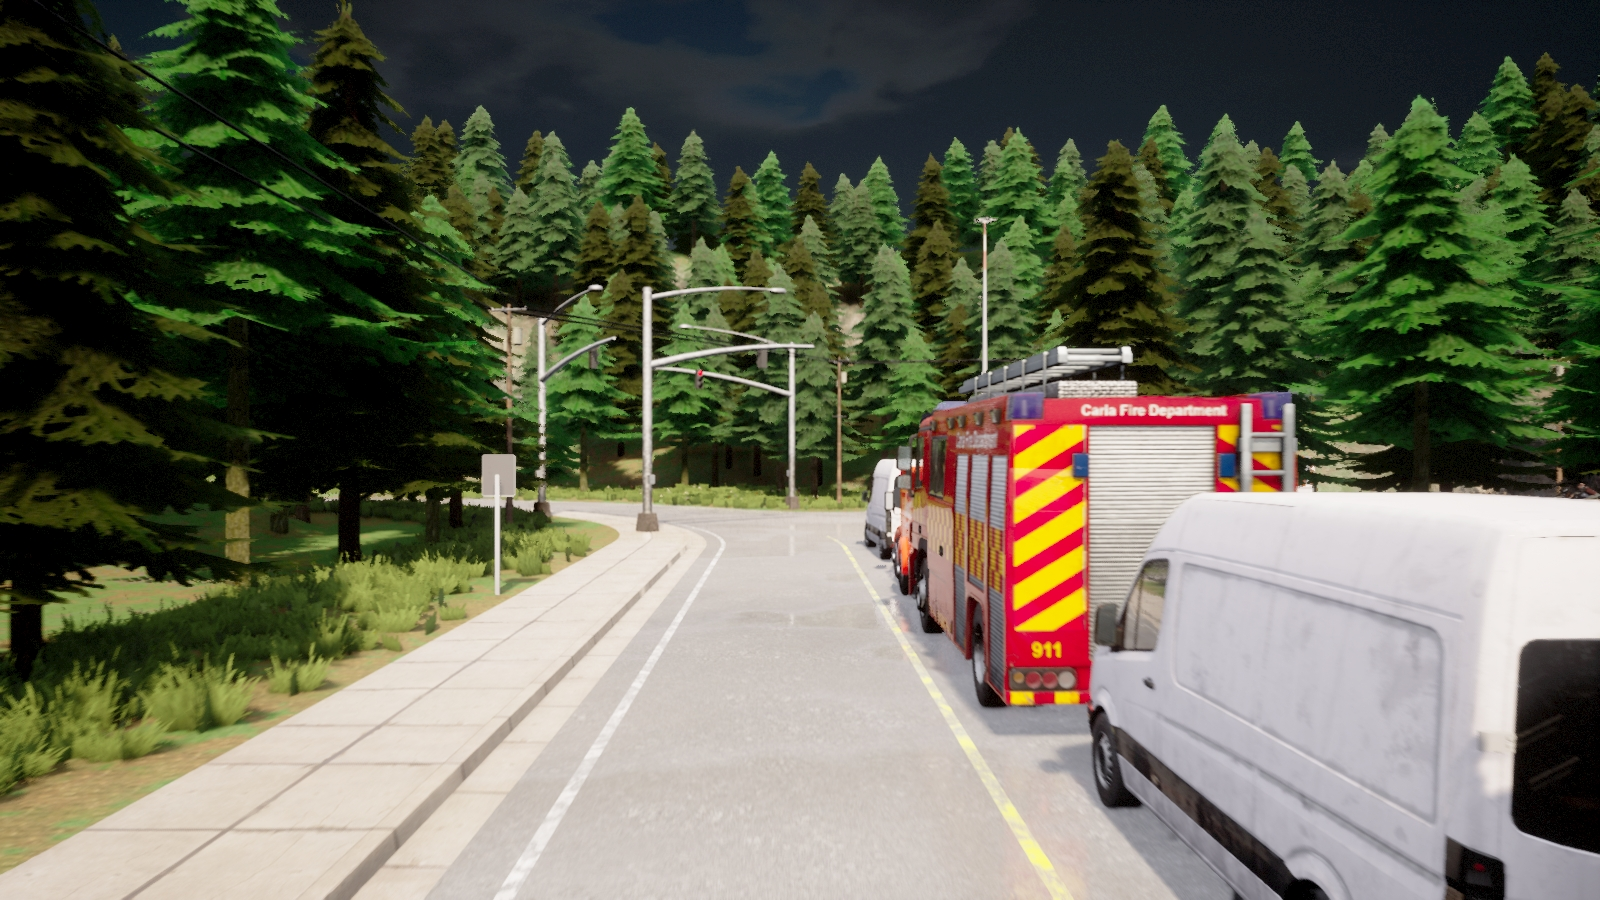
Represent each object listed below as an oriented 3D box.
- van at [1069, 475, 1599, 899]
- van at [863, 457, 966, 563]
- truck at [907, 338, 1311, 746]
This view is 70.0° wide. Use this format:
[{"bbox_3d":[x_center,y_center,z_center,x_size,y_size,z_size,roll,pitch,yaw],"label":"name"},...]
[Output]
[{"bbox_3d":[3.400,1.504,7.108,1.988,2.561,5.915,0,0,-1],"label":"van"},{"bbox_3d":[2.971,1.496,30.999,1.988,2.561,5.915,0,0,-2],"label":"van"},{"bbox_3d":[3.301,0.858,14.957,2.891,3.827,8.468,0,0,-1],"label":"truck"}]
